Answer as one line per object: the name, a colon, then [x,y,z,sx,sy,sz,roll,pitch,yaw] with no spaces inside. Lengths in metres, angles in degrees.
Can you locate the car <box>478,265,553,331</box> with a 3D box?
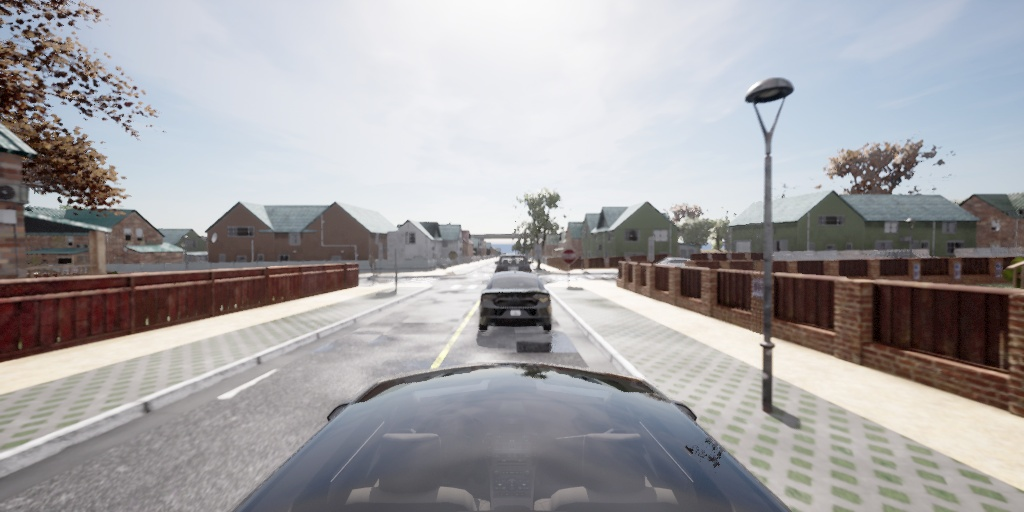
car: [0.091,1.189,10.863,1.882,1.535,5.008,0,0,0]

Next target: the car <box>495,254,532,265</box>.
car: [0.075,0.889,22.751,2.150,2.045,5.566,0,1,0]

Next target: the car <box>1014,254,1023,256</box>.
car: [39.671,0.521,27.179,4.181,1.385,1.994,-1,2,0]

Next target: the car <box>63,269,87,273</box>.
car: [-31.641,1.680,26.654,5.008,1.535,1.882,-1,2,0]

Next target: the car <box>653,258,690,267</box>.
car: [13.220,0.860,29.889,4.674,1.442,1.812,-1,2,0]

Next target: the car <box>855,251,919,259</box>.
car: [31.128,0.367,29.992,4.553,1.767,2.097,-1,2,0]
